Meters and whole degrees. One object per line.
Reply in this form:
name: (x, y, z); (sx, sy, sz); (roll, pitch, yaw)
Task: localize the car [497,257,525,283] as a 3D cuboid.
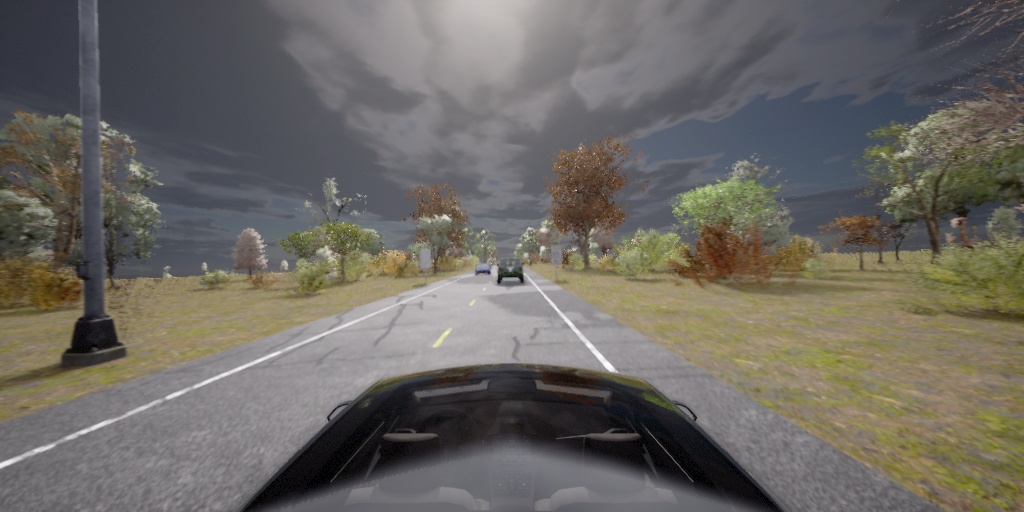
car: (-0.115, 1.157, 30.434); (2.150, 2.045, 5.566); (-2, 0, 0)

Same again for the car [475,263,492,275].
car: (-3.659, 1.680, 46.151); (1.882, 1.535, 5.008); (-2, 0, 0)
